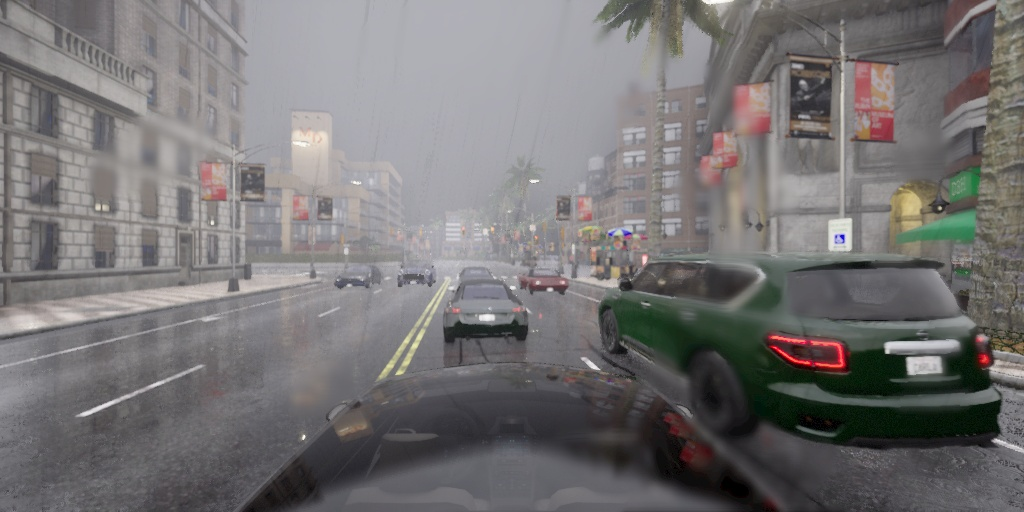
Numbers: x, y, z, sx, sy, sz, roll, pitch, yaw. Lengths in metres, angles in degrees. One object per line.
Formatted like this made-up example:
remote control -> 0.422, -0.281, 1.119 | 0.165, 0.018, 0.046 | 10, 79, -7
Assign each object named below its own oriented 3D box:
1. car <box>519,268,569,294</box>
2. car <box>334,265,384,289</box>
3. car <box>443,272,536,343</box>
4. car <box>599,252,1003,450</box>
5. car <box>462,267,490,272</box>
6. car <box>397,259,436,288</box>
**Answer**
car -> 1.539, 1.316, 19.483 | 1.895, 1.301, 4.718 | 0, 0, -8
car -> -9.630, 1.275, 23.060 | 2.033, 1.411, 5.357 | 0, 0, -8
car -> -0.787, 1.298, 9.731 | 1.994, 1.385, 4.181 | 0, 0, -7
car -> 3.141, 0.966, 5.580 | 2.150, 2.045, 5.566 | 0, 0, -4
car -> -1.905, 1.264, 18.896 | 2.033, 1.411, 5.357 | 0, 0, -8
car -> -6.166, 0.981, 23.562 | 2.097, 1.767, 4.553 | 0, 0, -8
